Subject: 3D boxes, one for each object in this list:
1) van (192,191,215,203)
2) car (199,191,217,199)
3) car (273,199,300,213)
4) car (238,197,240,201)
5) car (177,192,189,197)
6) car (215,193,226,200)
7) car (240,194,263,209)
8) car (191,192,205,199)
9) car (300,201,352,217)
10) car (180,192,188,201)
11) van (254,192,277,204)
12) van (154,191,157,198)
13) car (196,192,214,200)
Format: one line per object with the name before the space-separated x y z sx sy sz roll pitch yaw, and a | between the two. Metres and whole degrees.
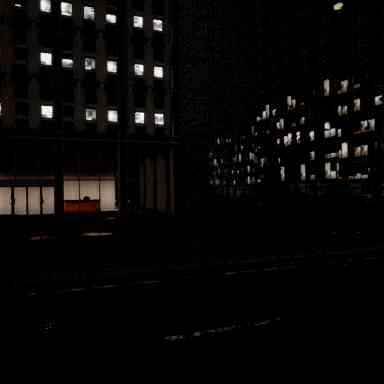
van | 1.906 0.953 56.010 1.690 1.788 3.998 0 1 -21
car | 3.574 0.635 74.934 2.192 1.841 5.009 0 1 -21
car | 9.998 1.400 34.769 1.802 1.307 4.206 0 1 -21
car | 9.722 1.060 59.032 1.802 1.307 4.206 0 1 -21
car | -2.573 0.711 90.840 2.008 1.369 4.403 0 1 -21
car | 5.624 0.955 69.636 1.802 1.307 4.206 0 1 -21
car | 8.003 1.332 40.091 1.947 1.339 4.313 0 1 -21
car | 1.525 0.707 80.236 1.967 1.590 4.097 0 1 -21
car | 12.030 1.435 29.459 1.947 1.339 4.313 0 1 -21
car | -2.193 1.057 66.615 2.008 1.369 4.403 0 1 -21
van | 11.770 0.871 53.728 1.690 1.788 3.998 0 1 -21
van | -8.341 0.688 82.517 1.690 1.788 3.998 0 1 -21
car | 2.755 0.880 69.852 1.882 1.535 5.008 -1 1 -21
